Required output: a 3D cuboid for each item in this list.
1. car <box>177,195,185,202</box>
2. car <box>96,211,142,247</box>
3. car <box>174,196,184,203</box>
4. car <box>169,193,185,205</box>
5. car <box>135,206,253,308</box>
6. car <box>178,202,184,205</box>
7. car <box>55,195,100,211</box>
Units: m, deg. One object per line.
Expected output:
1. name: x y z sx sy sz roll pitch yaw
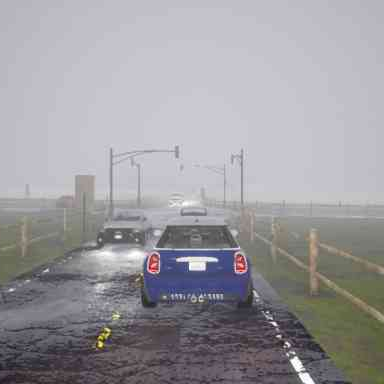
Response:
1. car: -2.701 1.549 80.270 1.812 1.442 4.674 0 0 0
2. car: -2.889 1.566 15.002 1.994 1.385 4.181 0 0 0
3. car: -2.735 1.615 69.928 1.895 1.301 4.718 0 0 0
4. car: -2.839 1.237 59.906 2.150 2.045 5.566 0 0 0
5. car: 0.096 1.353 8.096 2.097 1.767 4.553 0 0 0
6. car: 0.091 1.507 17.262 1.837 1.490 4.892 0 0 0
7. car: -12.162 1.147 35.757 4.553 1.767 2.097 1 0 9
